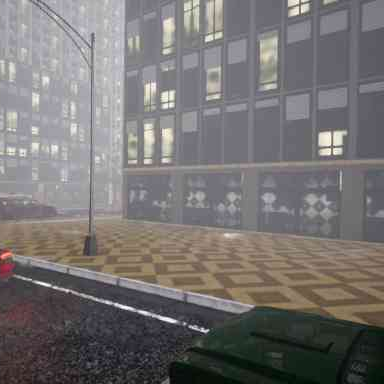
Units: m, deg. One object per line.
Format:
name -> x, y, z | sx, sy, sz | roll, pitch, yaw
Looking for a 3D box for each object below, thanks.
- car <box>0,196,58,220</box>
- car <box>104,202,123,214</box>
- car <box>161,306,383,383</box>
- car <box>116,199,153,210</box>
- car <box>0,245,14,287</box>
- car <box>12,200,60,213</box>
car -> -14.808, 1.519, 29.905 | 2.192, 1.841, 5.009 | 1, 0, 36
car -> -8.035, 1.830, 39.135 | 1.752, 1.417, 4.829 | 1, 0, 36
car -> 2.056, 1.601, 2.220 | 4.718, 1.301, 1.895 | 0, 0, 35
car -> -8.273, 1.824, 48.576 | 2.033, 1.411, 5.357 | 1, 0, 36
car -> -6.057, 1.521, 7.965 | 4.674, 1.442, 1.812 | 0, 0, 35
car -> -18.331, 1.643, 39.271 | 1.752, 1.417, 4.829 | 1, 0, 36
